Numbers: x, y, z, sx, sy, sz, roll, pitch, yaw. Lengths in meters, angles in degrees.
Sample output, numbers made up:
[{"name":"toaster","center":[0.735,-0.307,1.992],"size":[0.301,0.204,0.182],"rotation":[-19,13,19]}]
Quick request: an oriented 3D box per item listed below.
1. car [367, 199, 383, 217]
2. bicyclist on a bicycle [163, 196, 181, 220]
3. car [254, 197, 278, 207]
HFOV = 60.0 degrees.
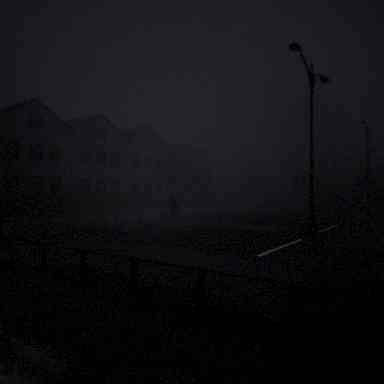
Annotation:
[{"name":"car","center":[15.424,1.298,26.815],"size":[2.007,1.523,4.514],"rotation":[0,0,35]},{"name":"bicyclist on a bicycle","center":[-1.399,1.109,23.069],"size":[1.656,1.620,0.582],"rotation":[0,0,35]},{"name":"car","center":[10.445,1.356,46.692],"size":[2.033,1.411,5.357],"rotation":[0,0,33]}]
